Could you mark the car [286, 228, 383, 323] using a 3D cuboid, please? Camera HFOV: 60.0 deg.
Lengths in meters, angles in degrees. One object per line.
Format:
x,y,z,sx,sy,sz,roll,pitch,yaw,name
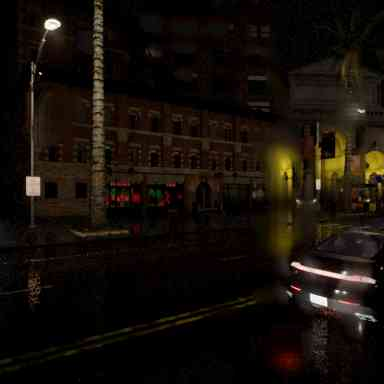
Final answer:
3.982,1.492,6.652,4.902,1.511,2.128,0,0,-35,car
